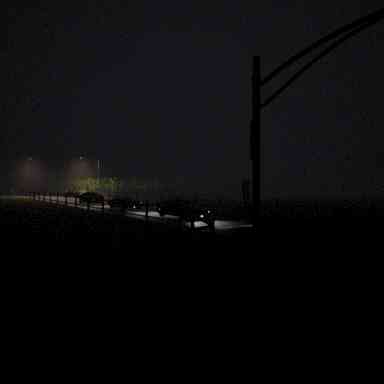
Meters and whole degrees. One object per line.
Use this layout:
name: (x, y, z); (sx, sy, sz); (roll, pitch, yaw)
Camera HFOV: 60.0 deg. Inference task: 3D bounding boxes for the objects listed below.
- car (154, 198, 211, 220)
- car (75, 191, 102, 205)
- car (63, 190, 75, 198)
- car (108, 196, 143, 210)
car: (-0.847, 1.180, 24.367); (2.033, 1.411, 5.357); (0, 1, -35)
car: (-12.445, 0.744, 41.074); (1.882, 1.535, 5.008); (0, 1, -35)
car: (-22.517, 0.355, 62.022); (1.882, 1.535, 5.008); (0, 1, -35)
car: (-6.583, 1.051, 32.620); (1.895, 1.301, 4.718); (0, 1, -35)
